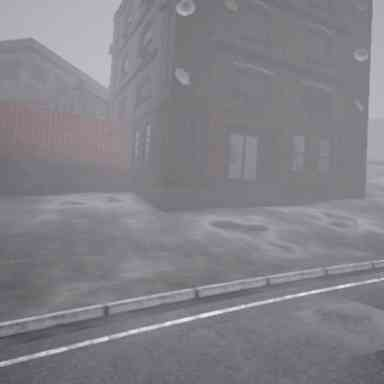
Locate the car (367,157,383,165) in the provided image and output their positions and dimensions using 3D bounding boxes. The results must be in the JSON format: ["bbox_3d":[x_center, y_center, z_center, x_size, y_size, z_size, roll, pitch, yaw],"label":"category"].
[{"bbox_3d":[23.484,-3.627,42.082,4.553,1.767,2.185,2,-2,16],"label":"car"}]
